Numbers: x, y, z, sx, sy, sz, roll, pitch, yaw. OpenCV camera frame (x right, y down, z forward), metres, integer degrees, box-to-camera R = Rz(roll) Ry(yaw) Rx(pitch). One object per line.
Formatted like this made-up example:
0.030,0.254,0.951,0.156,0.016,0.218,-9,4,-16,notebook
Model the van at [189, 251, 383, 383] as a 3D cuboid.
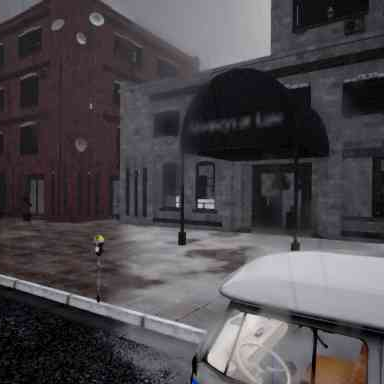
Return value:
1.790,1.341,1.627,3.998,1.788,1.690,0,1,34,van
